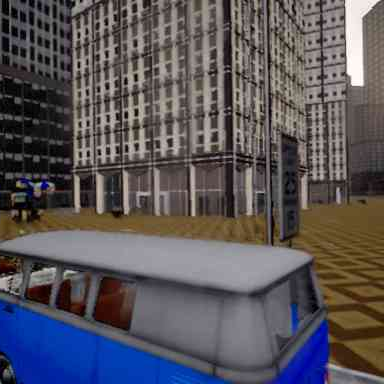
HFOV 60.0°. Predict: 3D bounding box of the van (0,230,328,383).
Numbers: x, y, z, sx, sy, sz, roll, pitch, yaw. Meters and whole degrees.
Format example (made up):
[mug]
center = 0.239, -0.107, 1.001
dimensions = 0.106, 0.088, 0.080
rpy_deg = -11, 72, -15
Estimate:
[van]
center = -0.678, 1.372, 3.497
dimensions = 3.998, 1.788, 1.690
rpy_deg = -1, -1, 35
